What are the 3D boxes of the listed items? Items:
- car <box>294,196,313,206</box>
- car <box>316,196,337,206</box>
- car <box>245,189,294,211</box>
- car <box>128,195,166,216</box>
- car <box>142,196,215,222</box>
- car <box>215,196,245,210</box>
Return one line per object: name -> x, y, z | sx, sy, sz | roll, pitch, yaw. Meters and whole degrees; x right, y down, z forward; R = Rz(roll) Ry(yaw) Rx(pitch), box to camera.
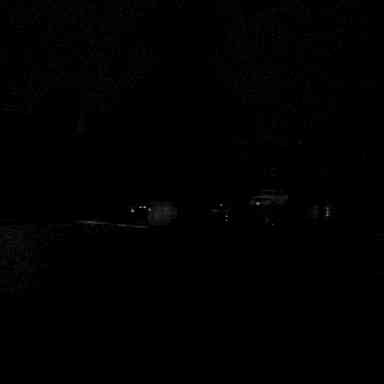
car -> 16.683, 1.360, 50.193 | 2.033, 1.411, 5.357 | 0, -1, 38
car -> 19.565, 1.310, 48.197 | 1.837, 1.490, 4.892 | 0, -2, 38
car -> 7.743, 0.748, 32.907 | 2.150, 2.045, 5.566 | 0, -1, 37
car -> -2.644, 1.014, 25.101 | 2.128, 1.511, 4.902 | 0, 1, 37
car -> -0.749, 1.132, 21.820 | 1.895, 1.301, 4.718 | 0, 1, 37
car -> 4.037, 1.083, 33.818 | 1.994, 1.385, 4.181 | 0, -1, 37
